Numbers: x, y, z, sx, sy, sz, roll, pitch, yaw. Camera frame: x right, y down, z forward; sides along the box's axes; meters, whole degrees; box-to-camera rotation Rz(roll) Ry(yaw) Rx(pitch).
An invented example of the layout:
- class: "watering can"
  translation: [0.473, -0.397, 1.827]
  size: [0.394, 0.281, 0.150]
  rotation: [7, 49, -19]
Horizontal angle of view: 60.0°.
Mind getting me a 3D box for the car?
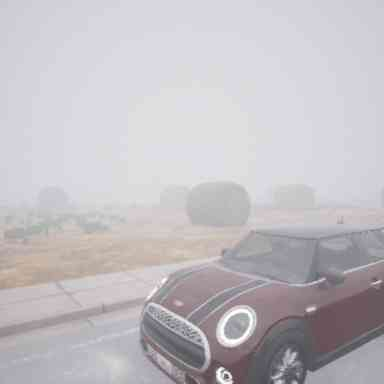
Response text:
- class: "car"
  translation: [1.512, 1.315, 5.061]
  size: [4.553, 1.767, 2.097]
  rotation: [-1, 1, -35]
